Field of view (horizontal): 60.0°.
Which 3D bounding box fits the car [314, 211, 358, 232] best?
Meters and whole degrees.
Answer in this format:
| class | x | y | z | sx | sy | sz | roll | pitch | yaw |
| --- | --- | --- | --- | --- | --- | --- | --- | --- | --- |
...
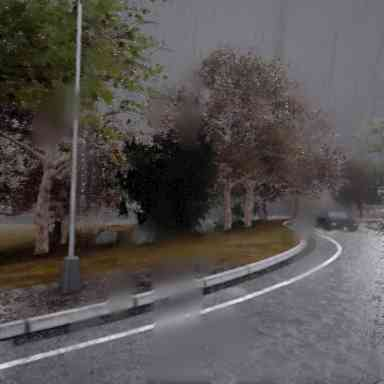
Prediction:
| class | x | y | z | sx | sy | sz | roll | pitch | yaw |
| --- | --- | --- | --- | --- | --- | --- | --- | --- | --- |
| car | 10.629 | 2.143 | 25.023 | 2.033 | 1.411 | 5.357 | 1 | -1 | 7 |
